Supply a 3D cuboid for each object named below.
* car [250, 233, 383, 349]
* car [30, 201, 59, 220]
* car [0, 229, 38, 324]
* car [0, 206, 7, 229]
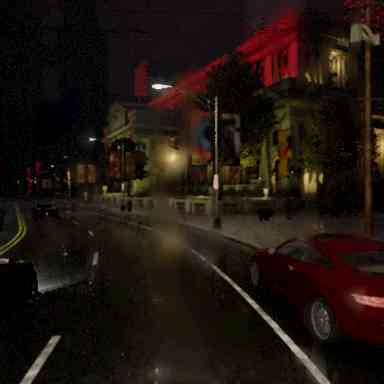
[{"bbox_3d":[2.574,1.501,6.301,2.002,1.452,4.674,0,0,-9],"label":"car"},{"bbox_3d":[-12.501,1.510,28.238,2.128,1.511,4.902,0,0,-28],"label":"car"},{"bbox_3d":[-4.018,1.575,5.204,1.994,1.385,4.181,0,0,-7],"label":"car"},{"bbox_3d":[-12.486,1.506,20.310,1.882,1.535,5.008,0,0,-26],"label":"car"}]
